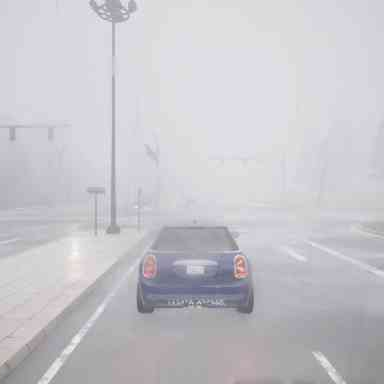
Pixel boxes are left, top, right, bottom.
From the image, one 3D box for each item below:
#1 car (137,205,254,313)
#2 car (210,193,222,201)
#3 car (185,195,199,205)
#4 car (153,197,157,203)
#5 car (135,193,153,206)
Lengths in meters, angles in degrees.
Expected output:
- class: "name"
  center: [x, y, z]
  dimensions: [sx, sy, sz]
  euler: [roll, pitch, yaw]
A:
- class: "car"
  center: [0.072, 1.352, 7.803]
  dimensions: [2.097, 1.767, 4.553]
  euler: [0, 0, 0]
- class: "car"
  center: [6.363, 1.214, 84.913]
  dimensions: [2.150, 2.045, 5.566]
  euler: [0, 0, -1]
- class: "car"
  center: [-0.157, 1.525, 54.623]
  dimensions: [1.812, 1.442, 4.674]
  euler: [0, 0, -1]
- class: "car"
  center: [-8.363, 1.547, 65.596]
  dimensions: [2.033, 1.411, 5.357]
  euler: [0, 0, 0]
- class: "car"
  center: [-8.265, 1.352, 55.982]
  dimensions: [2.097, 1.767, 4.553]
  euler: [0, 0, -1]
